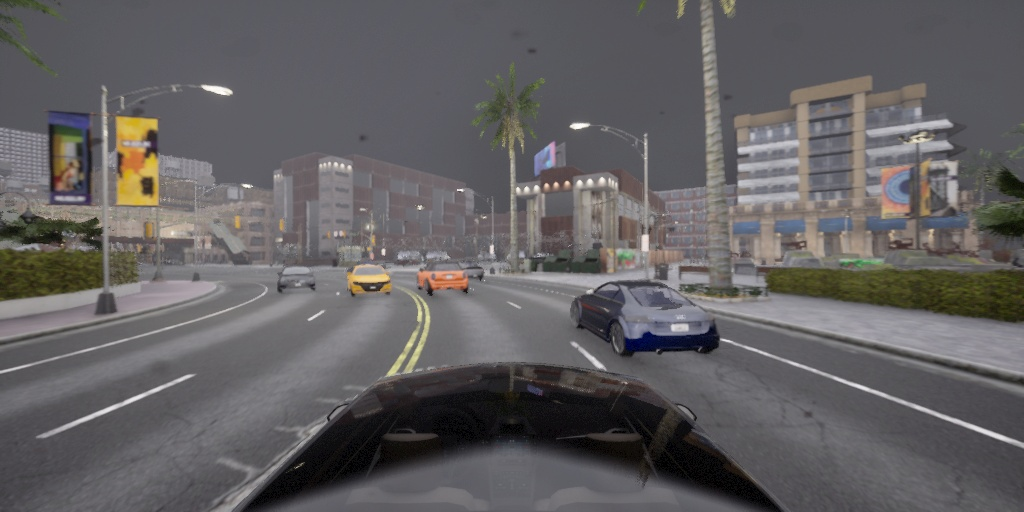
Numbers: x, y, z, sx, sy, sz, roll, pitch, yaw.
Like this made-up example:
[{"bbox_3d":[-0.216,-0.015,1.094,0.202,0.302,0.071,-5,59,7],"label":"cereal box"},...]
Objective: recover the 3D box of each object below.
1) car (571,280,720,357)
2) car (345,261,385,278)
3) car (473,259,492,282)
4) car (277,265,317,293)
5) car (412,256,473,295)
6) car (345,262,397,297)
[{"bbox_3d":[2.819,1.265,8.519,1.994,1.385,4.181,0,0,-7],"label":"car"},{"bbox_3d":[-13.994,1.248,33.944,4.674,1.442,1.812,0,0,44],"label":"car"},{"bbox_3d":[-3.787,1.167,26.828,2.128,1.511,4.902,0,0,-31],"label":"car"},{"bbox_3d":[-12.725,1.290,21.224,1.812,1.442,4.674,0,0,-32],"label":"car"},{"bbox_3d":[-3.943,1.058,19.757,2.097,1.767,4.553,-1,0,-23],"label":"car"},{"bbox_3d":[-7.634,1.213,19.082,1.882,1.535,5.008,0,0,-26],"label":"car"}]
